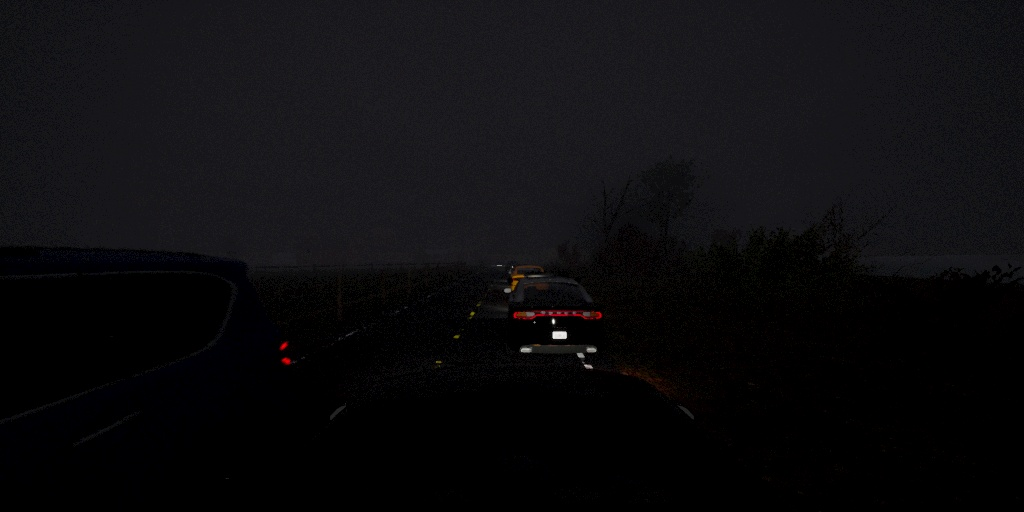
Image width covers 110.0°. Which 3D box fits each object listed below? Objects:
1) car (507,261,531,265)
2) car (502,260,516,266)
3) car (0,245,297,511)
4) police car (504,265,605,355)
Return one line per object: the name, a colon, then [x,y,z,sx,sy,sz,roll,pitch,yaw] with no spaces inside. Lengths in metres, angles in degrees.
car: [0.841,1.228,18.715,1.882,1.535,5.008,0,0,0]
car: [0.086,1.335,46.614,1.994,1.385,4.181,0,0,0]
car: [-2.749,0.972,0.507,2.150,2.045,5.566,0,0,0]
police car: [0.832,1.175,8.825,1.930,1.638,5.238,0,0,0]
